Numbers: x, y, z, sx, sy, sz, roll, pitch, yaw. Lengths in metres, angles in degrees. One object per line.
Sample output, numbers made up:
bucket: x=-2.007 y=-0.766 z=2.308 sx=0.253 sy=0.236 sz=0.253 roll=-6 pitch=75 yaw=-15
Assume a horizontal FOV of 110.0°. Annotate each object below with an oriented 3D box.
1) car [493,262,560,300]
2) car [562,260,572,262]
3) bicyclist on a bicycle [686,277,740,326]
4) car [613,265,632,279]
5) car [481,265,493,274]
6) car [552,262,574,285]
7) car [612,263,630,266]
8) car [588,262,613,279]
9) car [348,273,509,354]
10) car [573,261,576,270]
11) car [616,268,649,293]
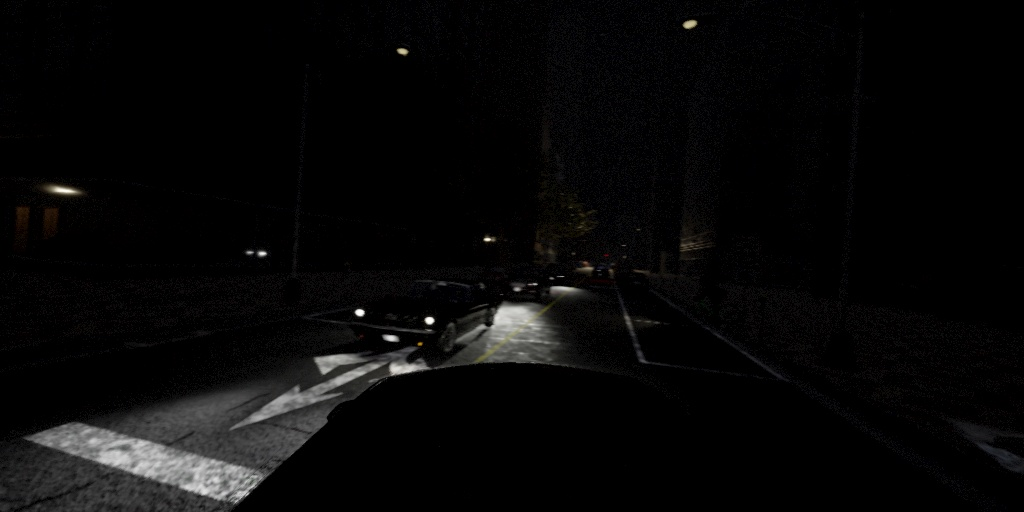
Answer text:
car: x=0.874 y=1.258 z=18.377 sx=2.128 sy=1.511 sz=4.902 roll=4 pitch=0 yaw=15
car: x=7.672 y=1.711 z=55.154 sx=1.888 sy=1.381 sz=4.507 roll=0 pitch=0 yaw=15
bicyclist on a bicycle: x=6.617 y=1.512 z=11.919 sx=1.656 sy=1.620 sz=0.582 roll=-6 pitch=-2 yaw=15
car: x=11.585 y=1.975 z=36.614 sx=1.888 sy=1.381 sz=4.507 roll=0 pitch=0 yaw=15
car: x=-0.951 y=1.225 z=22.440 sx=1.802 sy=1.307 sz=4.207 roll=0 pitch=0 yaw=15
car: x=3.542 y=1.426 z=28.467 sx=1.837 sy=1.490 sz=4.892 roll=4 pitch=0 yaw=15
car: x=13.022 y=1.833 z=42.066 sx=2.192 sy=1.841 sz=5.009 roll=0 pitch=0 yaw=15
car: x=10.189 y=1.827 z=41.186 sx=2.128 sy=1.511 sz=4.902 roll=4 pitch=0 yaw=15
car: x=-1.693 y=1.225 z=8.704 sx=1.895 sy=1.301 sz=4.718 roll=4 pitch=0 yaw=14
car: x=9.110 y=1.570 z=60.607 sx=2.192 sy=1.841 sz=5.009 roll=0 pitch=0 yaw=15
car: x=8.711 y=1.824 z=25.710 sx=1.948 sy=1.339 sz=4.313 roll=0 pitch=0 yaw=15
